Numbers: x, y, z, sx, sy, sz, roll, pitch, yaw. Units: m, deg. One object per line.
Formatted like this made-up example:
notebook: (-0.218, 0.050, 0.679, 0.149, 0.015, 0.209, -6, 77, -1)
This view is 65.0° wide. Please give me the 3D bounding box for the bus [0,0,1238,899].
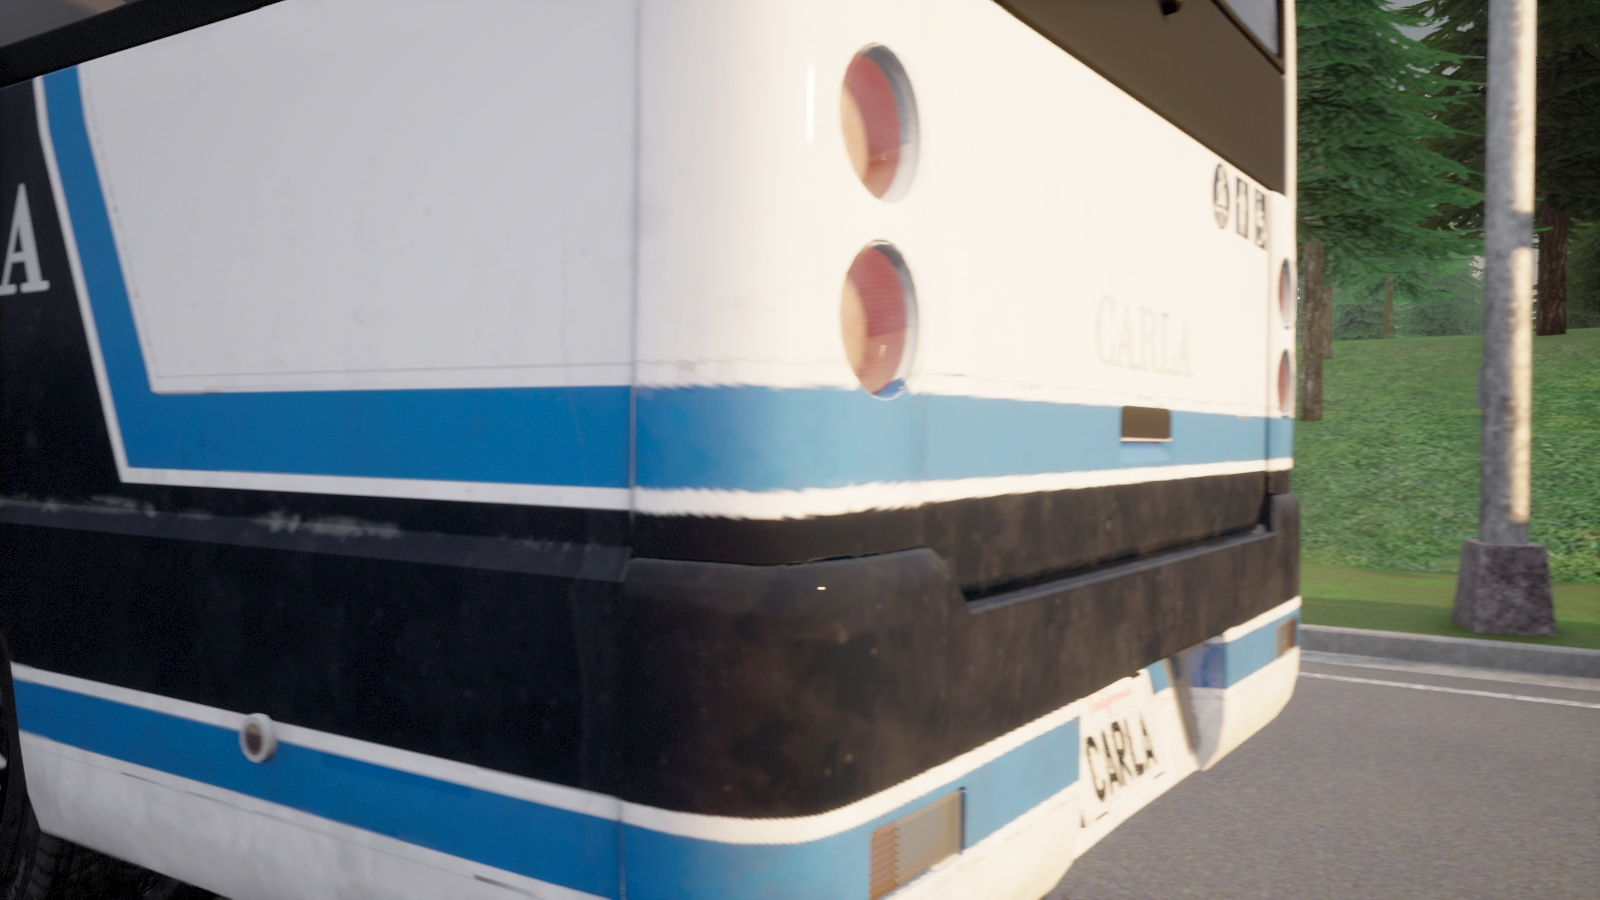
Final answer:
bus: (-3.689, -0.694, 6.048, 10.273, 4.253, 3.944, 0, 1, 34)
